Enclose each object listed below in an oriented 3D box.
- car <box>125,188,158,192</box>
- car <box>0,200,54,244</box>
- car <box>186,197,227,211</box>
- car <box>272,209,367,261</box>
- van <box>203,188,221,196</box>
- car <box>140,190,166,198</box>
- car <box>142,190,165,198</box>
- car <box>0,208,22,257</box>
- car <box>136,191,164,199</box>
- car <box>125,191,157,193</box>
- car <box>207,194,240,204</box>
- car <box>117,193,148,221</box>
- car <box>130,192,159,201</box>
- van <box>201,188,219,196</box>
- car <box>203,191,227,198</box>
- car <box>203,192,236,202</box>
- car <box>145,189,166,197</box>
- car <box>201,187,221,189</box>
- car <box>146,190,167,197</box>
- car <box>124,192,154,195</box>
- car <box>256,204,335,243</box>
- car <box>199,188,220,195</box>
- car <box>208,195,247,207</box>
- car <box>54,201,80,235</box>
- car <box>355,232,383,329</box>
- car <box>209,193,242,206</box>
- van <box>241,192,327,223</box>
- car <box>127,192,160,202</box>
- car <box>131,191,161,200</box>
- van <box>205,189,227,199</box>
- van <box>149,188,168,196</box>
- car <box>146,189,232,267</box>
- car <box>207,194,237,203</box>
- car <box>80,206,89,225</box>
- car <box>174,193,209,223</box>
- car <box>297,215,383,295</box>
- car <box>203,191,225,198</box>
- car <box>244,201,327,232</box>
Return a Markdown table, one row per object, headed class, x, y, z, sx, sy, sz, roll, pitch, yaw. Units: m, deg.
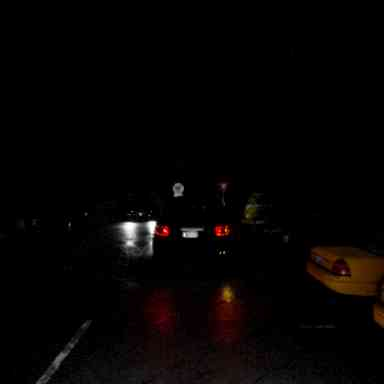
| class | x | y | z | sx | sy | sz | roll | pitch | yaw |
| --- | --- | --- | --- | --- | --- | --- | --- | --- | --- |
| car | -8.304 | 0.714 | 53.347 | 5.566 | 2.045 | 2.435 | 0 | 2 | 0 |
| car | -8.009 | 1.197 | 12.415 | 4.553 | 1.767 | 2.185 | 0 | 1 | 0 |
| car | 1.553 | 1.303 | 35.637 | 1.994 | 1.385 | 4.181 | 2 | -3 | -43 |
| car | 5.068 | 1.403 | 9.700 | 4.792 | 1.488 | 2.163 | 0 | 1 | 0 |
| van | 4.842 | 0.021 | 81.030 | 4.442 | 1.987 | 1.878 | 0 | 1 | 0 |
| car | -8.160 | 0.488 | 70.003 | 5.366 | 1.575 | 1.946 | 0 | 2 | 0 |
| car | -8.354 | 0.424 | 72.769 | 4.892 | 1.521 | 2.231 | 0 | 2 | 0 |
| car | -8.045 | 1.375 | 9.638 | 5.008 | 1.535 | 2.097 | 0 | 1 | 0 |
| car | -8.529 | 0.559 | 67.351 | 5.366 | 1.575 | 1.946 | 0 | 2 | 0 |
| car | -8.325 | 1.045 | 50.580 | 5.008 | 1.535 | 2.097 | 0 | 2 | 0 |
| car | 4.720 | 1.075 | 50.585 | 4.792 | 1.488 | 2.163 | 0 | 2 | 0 |
| car | -4.049 | 1.115 | 23.401 | 1.837 | 1.490 | 4.892 | 3 | 0 | -20 |
| car | -8.330 | 0.805 | 58.905 | 4.892 | 1.521 | 2.231 | 0 | 2 | 0 |
| van | 4.606 | -0.035 | 83.800 | 4.442 | 1.987 | 1.878 | 0 | 1 | 0 |
| car | 4.763 | 0.518 | 70.091 | 4.792 | 1.488 | 2.163 | 0 | 2 | 0 |
| car | 4.560 | 0.882 | 56.122 | 5.366 | 1.575 | 1.946 | 0 | 2 | 0 |
| car | -8.319 | 0.235 | 75.545 | 4.553 | 1.767 | 2.185 | 0 | 1 | 0 |
| car | 4.770 | 0.473 | 61.652 | 5.566 | 2.045 | 2.435 | 0 | 2 | 0 |
| car | -8.323 | 0.331 | 78.321 | 4.792 | 1.488 | 2.163 | 0 | 1 | 0 |
| car | -8.357 | 1.155 | 47.806 | 4.792 | 1.488 | 2.163 | 0 | 2 | 0 |
| car | 5.042 | 1.358 | 12.612 | 4.674 | 1.452 | 2.002 | 0 | 1 | 0 |
| car | 4.691 | -0.173 | 89.338 | 5.566 | 2.045 | 2.435 | 0 | 1 | 0 |
| car | 4.749 | 1.202 | 45.169 | 5.008 | 1.535 | 2.097 | 0 | 2 | 0 |
| car | -8.011 | 1.293 | 15.203 | 4.792 | 1.488 | 2.163 | 0 | 1 | 0 |
| car | 5.225 | 1.447 | 4.112 | 5.366 | 1.575 | 1.946 | 0 | 1 | 0 |
| car | 4.783 | 0.996 | 47.936 | 4.553 | 1.767 | 2.185 | 0 | 2 | 0 |
| van | 4.913 | 0.977 | 18.064 | 4.442 | 1.987 | 1.878 | -1 | 1 | 0 |
| car | -8.149 | 0.881 | 56.130 | 5.366 | 1.575 | 1.946 | 0 | 2 | 0 |
| car | -8.524 | 0.721 | 61.680 | 5.366 | 1.575 | 1.946 | 0 | 2 | 0 |
| van | 4.853 | 0.337 | 67.314 | 4.442 | 1.987 | 1.878 | 0 | 2 | 0 |
| van | -8.238 | 0.019 | 81.092 | 4.442 | 1.987 | 1.878 | 0 | 1 | 0 |
| car | 0.038 | 1.092 | 11.072 | 2.150 | 2.045 | 5.566 | 0 | 2 | 1 |
| car | 4.745 | 1.005 | 53.354 | 4.674 | 1.452 | 2.002 | 0 | 2 | 0 |
| car | -8.069 | 1.233 | 17.986 | 4.792 | 1.488 | 2.163 | 0 | 1 | 0 |
| car | 0.064 | 0.994 | 22.872 | 2.097 | 1.767 | 4.553 | 0 | 1 | 2 |
| car | 5.225 | 1.413 | 6.908 | 5.366 | 1.575 | 1.946 | 0 | 1 | 0 |
| car | 4.761 | 0.453 | 72.729 | 4.792 | 1.488 | 2.163 | 0 | 1 | 0 |
| car | 5.042 | 1.298 | 15.396 | 4.674 | 1.452 | 2.002 | 0 | 1 | 0 |
